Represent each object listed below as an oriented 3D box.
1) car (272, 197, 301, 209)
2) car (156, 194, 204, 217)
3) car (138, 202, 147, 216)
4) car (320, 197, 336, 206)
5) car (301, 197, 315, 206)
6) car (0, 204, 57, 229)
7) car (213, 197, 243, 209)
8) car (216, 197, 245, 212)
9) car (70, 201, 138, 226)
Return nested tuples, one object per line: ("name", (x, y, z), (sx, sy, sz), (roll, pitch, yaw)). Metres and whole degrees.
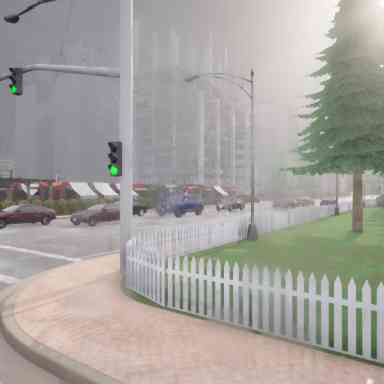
("car", (12.454, 1.547, 44.709), (2.033, 1.411, 5.357), (0, 0, 34))
("car", (-0.982, 1.221, 31.365), (2.150, 2.045, 5.566), (0, 0, 34))
("car", (-6.188, 1.478, 29.900), (1.882, 1.535, 5.008), (0, 0, 34))
("car", (21.082, 1.526, 51.258), (1.812, 1.442, 4.674), (0, 0, 34))
("car", (18.251, 1.478, 53.319), (1.882, 1.535, 5.008), (0, 0, 34))
("car", (-11.405, 1.526, 22.152), (1.812, 1.442, 4.674), (0, 0, 36))
("car", (5.162, 1.492, 46.685), (2.128, 1.511, 4.902), (0, 0, 34))
("car", (4.650, 1.492, 39.707), (2.128, 1.511, 4.902), (0, 0, 34))
("car", (-6.290, 1.526, 23.444), (1.812, 1.442, 4.674), (0, 0, 34))
